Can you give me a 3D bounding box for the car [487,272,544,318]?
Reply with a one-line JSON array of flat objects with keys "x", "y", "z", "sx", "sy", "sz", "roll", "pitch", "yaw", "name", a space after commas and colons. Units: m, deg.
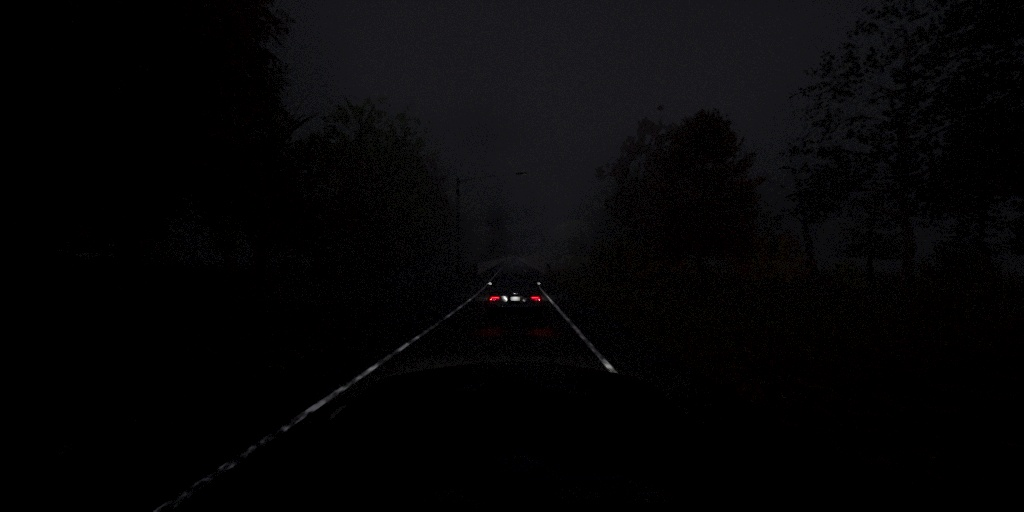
[{"x": 0.094, "y": 1.300, "z": 13.018, "sx": 2.033, "sy": 1.411, "sz": 5.357, "roll": 0, "pitch": 0, "yaw": 0, "name": "car"}]
